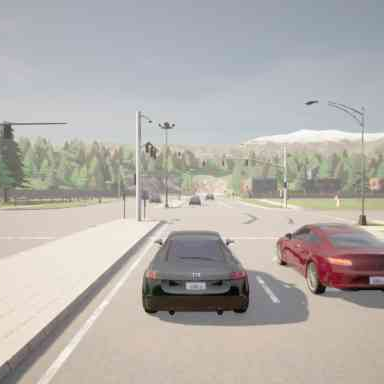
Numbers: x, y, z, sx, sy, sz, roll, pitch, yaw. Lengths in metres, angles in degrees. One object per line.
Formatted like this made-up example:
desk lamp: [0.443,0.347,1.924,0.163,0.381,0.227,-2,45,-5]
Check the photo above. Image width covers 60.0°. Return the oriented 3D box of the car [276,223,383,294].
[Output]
car: [3.556,1.525,8.651,1.812,1.442,4.674,0,0,0]

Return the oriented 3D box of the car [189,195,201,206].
car: [0.505,1.561,56.652,1.994,1.385,4.181,0,0,1]

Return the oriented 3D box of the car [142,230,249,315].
car: [0.058,1.564,7.649,1.994,1.385,4.181,0,0,0]

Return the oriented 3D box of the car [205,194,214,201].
car: [4.355,1.185,82.002,2.097,1.767,4.553,0,0,1]

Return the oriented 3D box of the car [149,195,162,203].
car: [-7.366,1.349,67.188,2.097,1.767,4.553,0,0,1]

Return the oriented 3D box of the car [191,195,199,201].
car: [0.856,1.425,82.108,1.895,1.301,4.718,0,0,1]
